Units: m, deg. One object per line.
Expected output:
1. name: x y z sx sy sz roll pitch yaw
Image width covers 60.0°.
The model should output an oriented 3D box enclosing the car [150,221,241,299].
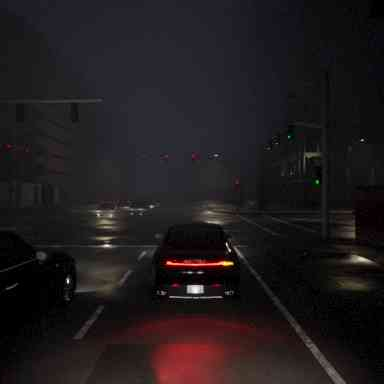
1. car: 0.079 1.505 8.419 1.837 1.490 4.892 0 0 0

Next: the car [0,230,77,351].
1. car: -3.447 1.352 5.095 2.097 1.767 4.553 0 0 0

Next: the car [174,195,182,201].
1. car: -3.536 1.553 84.211 1.994 1.385 4.181 0 0 1

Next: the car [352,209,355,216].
1. car: 15.966 1.656 27.649 4.718 1.301 1.895 0 0 0

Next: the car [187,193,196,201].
1. car: -0.034 1.225 84.437 2.150 2.045 5.566 0 0 1

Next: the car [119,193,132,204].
1. car: -10.949 1.221 54.108 2.150 2.045 5.566 0 0 1

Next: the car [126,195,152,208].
1. car: -7.491 1.547 47.471 2.033 1.411 5.357 0 0 0

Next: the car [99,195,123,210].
1. car: -10.977 1.478 44.288 1.882 1.535 5.008 0 0 0

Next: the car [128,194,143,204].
1. car: -10.803 1.352 63.857 2.097 1.767 4.553 0 0 1

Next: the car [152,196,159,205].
1. car: -7.406 1.478 57.450 1.882 1.535 5.008 0 0 1

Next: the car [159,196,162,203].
1. car: -7.220 1.547 67.893 2.033 1.411 5.357 0 0 1
